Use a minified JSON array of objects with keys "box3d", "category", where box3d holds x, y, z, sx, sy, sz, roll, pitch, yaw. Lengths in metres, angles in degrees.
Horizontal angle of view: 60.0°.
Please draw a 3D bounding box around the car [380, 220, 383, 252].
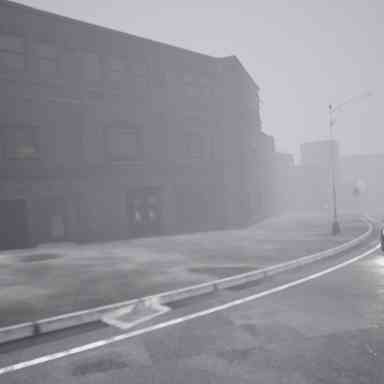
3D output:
[{"box3d":[9.278,1.491,13.827,2.097,1.767,4.553,-2,-2,37],"category":"car"}]
